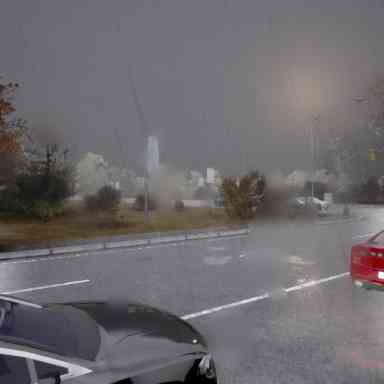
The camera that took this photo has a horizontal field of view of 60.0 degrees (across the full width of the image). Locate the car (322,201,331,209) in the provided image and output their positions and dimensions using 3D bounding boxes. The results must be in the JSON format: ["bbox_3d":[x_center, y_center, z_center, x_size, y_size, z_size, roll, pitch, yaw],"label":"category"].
[{"bbox_3d":[13.918,1.282,39.172,1.812,1.442,4.674,-1,0,-39],"label":"car"}]

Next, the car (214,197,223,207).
[{"bbox_3d":[5.076,1.296,44.572,1.837,1.490,4.892,-1,0,-39],"label":"car"}]

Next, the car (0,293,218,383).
[{"bbox_3d":[-1.990,1.492,2.310,4.902,1.511,2.128,0,0,-35],"label":"car"}]

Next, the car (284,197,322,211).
[{"bbox_3d":[11.132,1.334,37.020,2.033,1.411,5.357,-1,0,-39],"label":"car"}]

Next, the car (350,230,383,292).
[{"bbox_3d":[5.726,1.445,7.825,5.008,1.535,1.882,0,0,-35],"label":"car"}]
